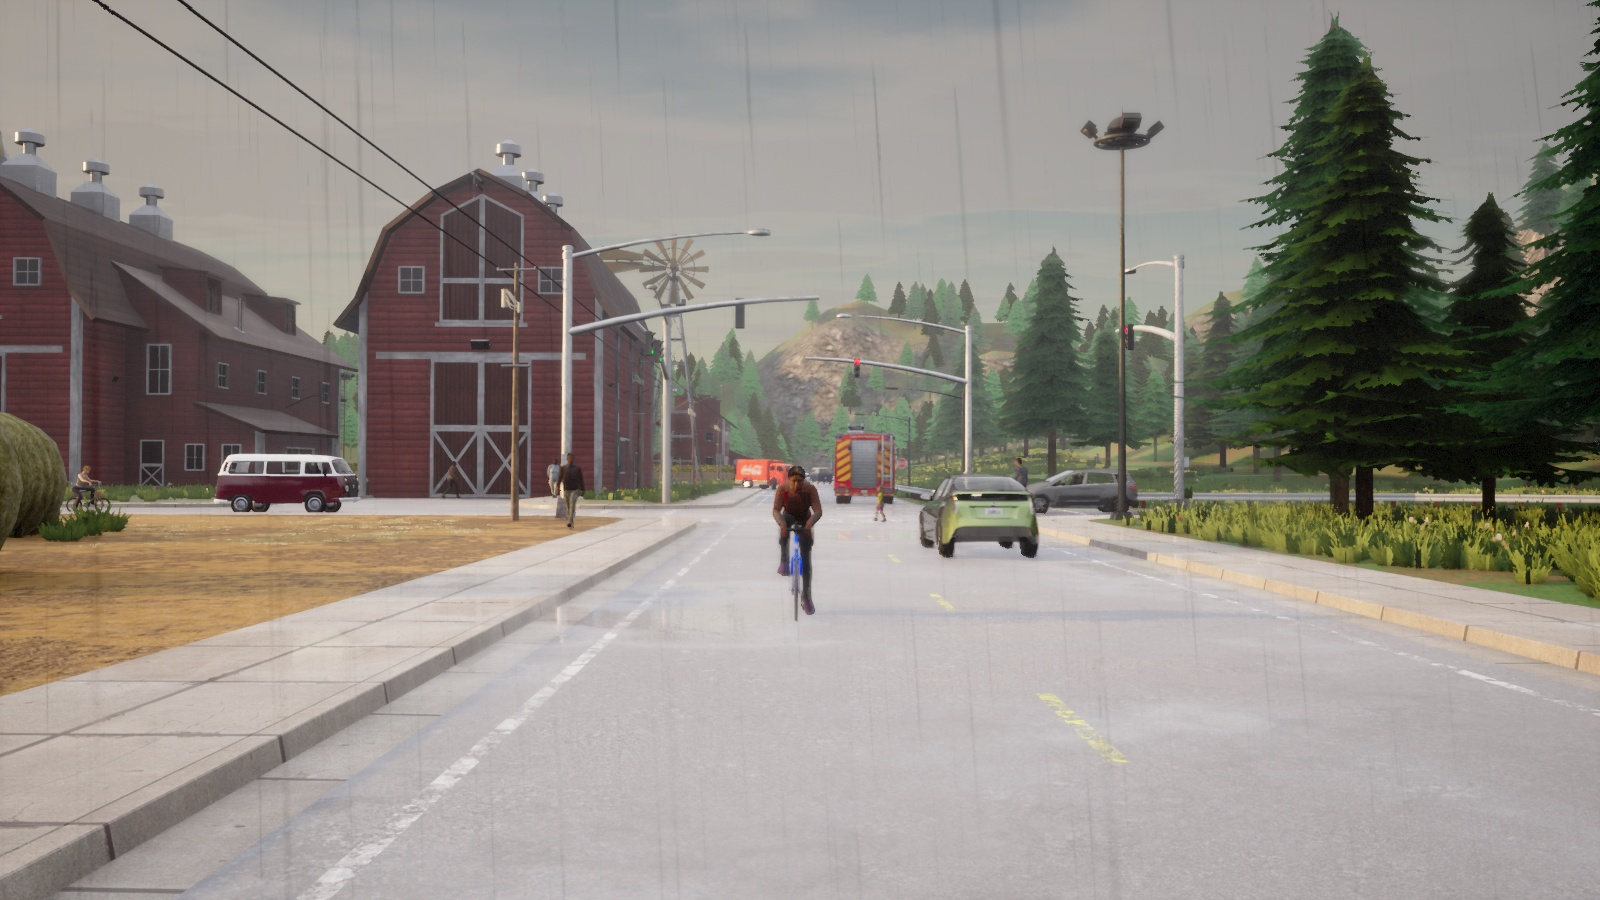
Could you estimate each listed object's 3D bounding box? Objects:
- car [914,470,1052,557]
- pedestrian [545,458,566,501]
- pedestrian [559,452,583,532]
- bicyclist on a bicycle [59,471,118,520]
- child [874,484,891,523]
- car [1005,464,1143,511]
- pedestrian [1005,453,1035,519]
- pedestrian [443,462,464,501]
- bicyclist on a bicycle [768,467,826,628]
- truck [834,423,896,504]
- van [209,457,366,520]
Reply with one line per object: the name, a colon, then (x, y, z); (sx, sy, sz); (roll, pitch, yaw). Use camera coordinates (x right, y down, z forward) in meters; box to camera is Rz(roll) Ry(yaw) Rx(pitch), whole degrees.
car: (3.446, 1.158, 24.478); (2.007, 1.525, 4.514); (0, -1, 0)
pedestrian: (-10.683, 1.291, 54.914); (0.874, 1.855, 0.900); (0, -1, -13)
pedestrian: (-5.293, 0.962, 29.051); (0.431, 1.840, 0.703); (0, -1, 0)
bicyclist on a bicycle: (-24.097, 1.534, 42.557); (1.509, 1.612, 0.866); (0, -1, -1)
child: (2.483, 1.609, 37.967); (0.473, 1.160, 0.299); (0, -1, -2)
car: (10.158, 1.376, 46.757); (4.611, 1.667, 2.242); (0, -1, -1)
pedestrian: (6.574, 1.072, 37.537); (0.788, 1.949, 0.423); (-1, -1, 34)
pedestrian: (-16.040, 1.468, 58.129); (0.869, 1.805, 0.328); (0, -1, -4)
bicyclist on a bicycle: (-0.030, 0.994, 13.485); (0.582, 1.620, 1.656); (0, -1, 0)
truck: (3.319, 0.699, 63.425); (2.891, 3.827, 8.468); (0, -1, 4)
van: (-17.365, 1.292, 42.696); (4.480, 2.038, 2.069); (0, -1, -1)
